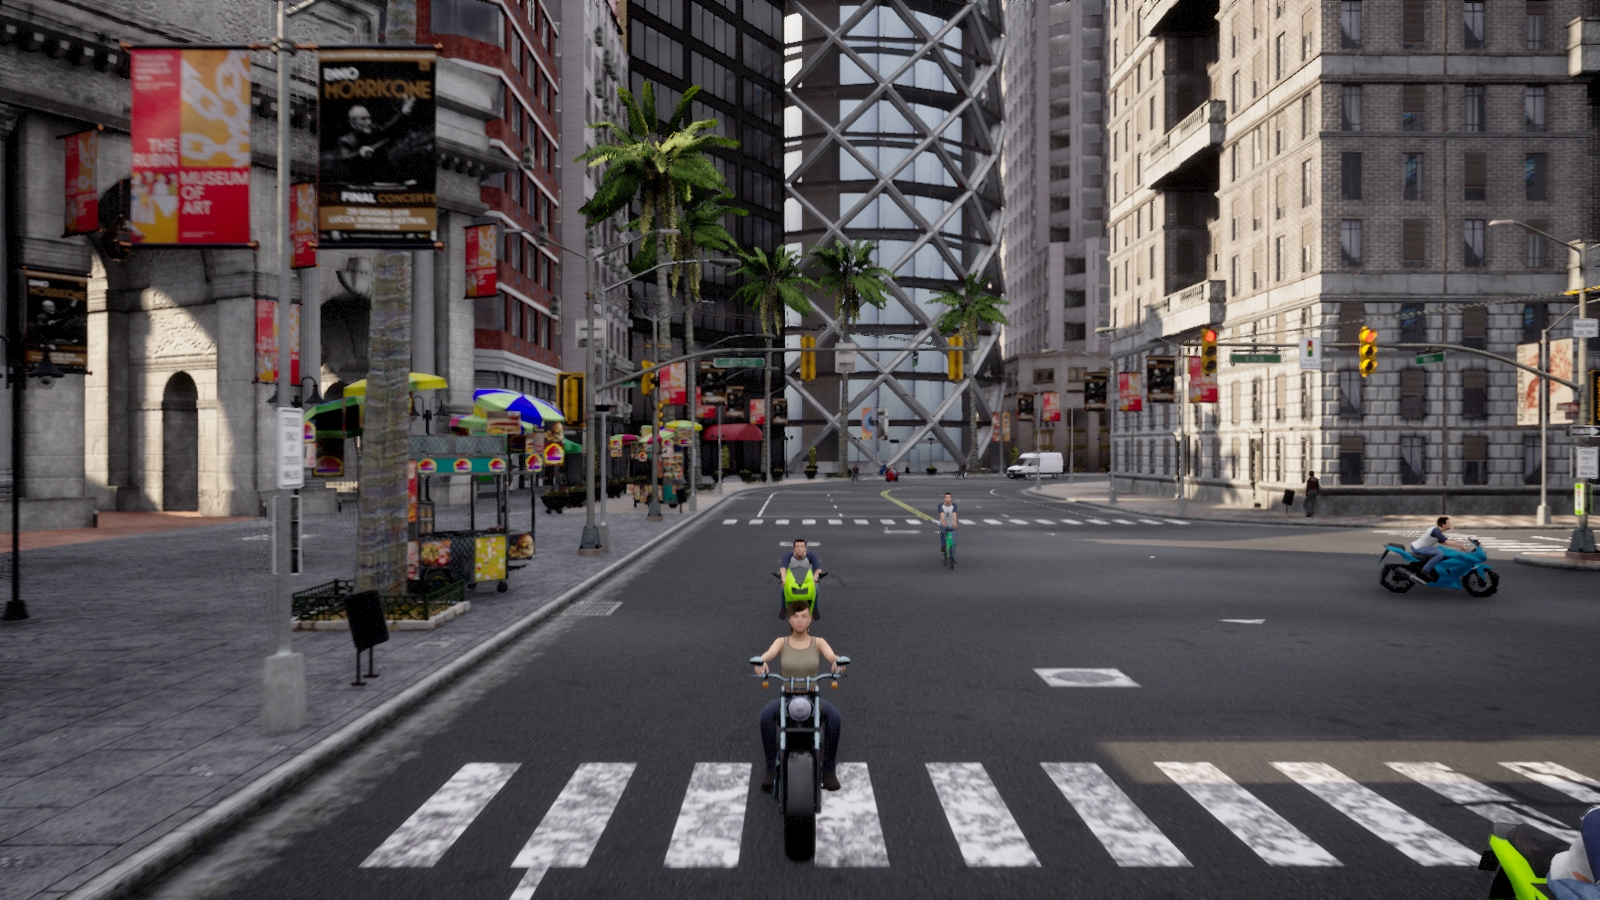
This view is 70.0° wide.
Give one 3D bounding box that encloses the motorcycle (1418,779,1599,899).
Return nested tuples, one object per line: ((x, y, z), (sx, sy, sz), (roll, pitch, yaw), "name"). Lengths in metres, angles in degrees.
((3.480, 2.212, 4.674), (0.803, 1.145, 2.033), (0, 0, 0), "motorcycle")

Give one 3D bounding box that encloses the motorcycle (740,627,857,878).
((-0.009, 2.170, 8.683), (0.764, 1.277, 2.356), (0, 0, 0), "motorcycle")

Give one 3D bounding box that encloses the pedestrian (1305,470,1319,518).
((19.745, 1.696, 44.061), (0.375, 1.860, 0.375), (0, 0, -4), "pedestrian")

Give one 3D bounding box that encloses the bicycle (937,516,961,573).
((3.500, 2.206, 26.915), (0.373, 1.196, 1.643), (0, 0, 0), "bicycle")

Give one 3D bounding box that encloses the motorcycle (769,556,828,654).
((-0.020, 2.213, 16.628), (0.803, 1.145, 2.033), (0, 0, 0), "motorcycle")
